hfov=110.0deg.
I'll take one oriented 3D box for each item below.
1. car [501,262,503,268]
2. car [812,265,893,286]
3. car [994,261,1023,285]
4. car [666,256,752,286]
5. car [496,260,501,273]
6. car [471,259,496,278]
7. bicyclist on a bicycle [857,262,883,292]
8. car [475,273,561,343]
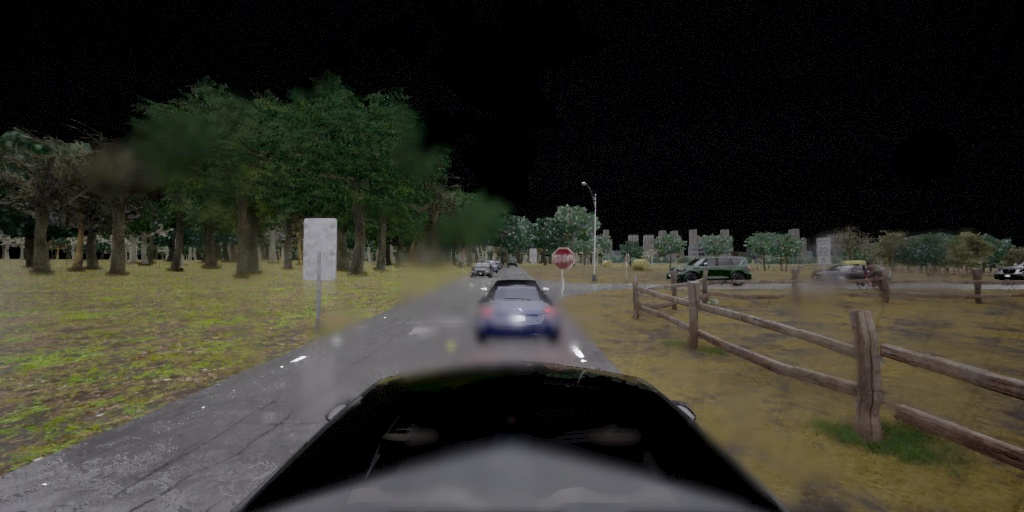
[{"bbox_3d":[-2.746,1.441,57.096,1.882,1.535,5.008,0,-1,1],"label":"car"},{"bbox_3d":[24.465,1.365,25.854,4.892,1.490,1.837,0,-2,-1],"label":"car"},{"bbox_3d":[38.702,1.104,25.858,5.566,2.045,2.150,0,-2,3],"label":"car"},{"bbox_3d":[14.126,1.067,25.820,5.566,2.045,2.150,0,-2,-1],"label":"car"},{"bbox_3d":[-2.800,1.228,45.195,2.097,1.767,4.553,0,0,0],"label":"car"},{"bbox_3d":[-2.810,1.320,34.368,1.837,1.490,4.892,0,0,0],"label":"car"},{"bbox_3d":[19.931,1.168,19.864,0.582,1.620,1.656,0,0,0],"label":"bicyclist on a bicycle"},{"bbox_3d":[0.114,1.322,9.663,1.994,1.385,4.181,0,0,-1],"label":"car"}]
